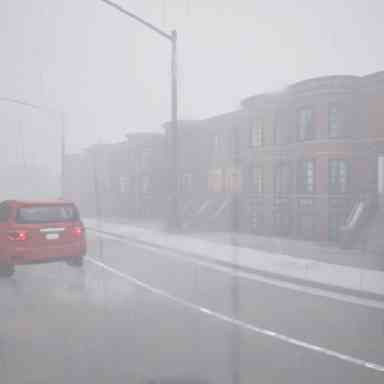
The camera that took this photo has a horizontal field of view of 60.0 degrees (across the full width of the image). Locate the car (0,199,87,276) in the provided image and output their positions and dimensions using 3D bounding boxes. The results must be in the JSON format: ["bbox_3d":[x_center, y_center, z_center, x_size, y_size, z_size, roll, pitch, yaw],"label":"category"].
[{"bbox_3d":[-5.187,1.229,10.737,2.150,2.045,5.566,0,0,-36],"label":"car"}]
